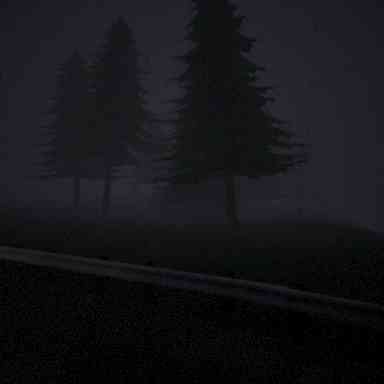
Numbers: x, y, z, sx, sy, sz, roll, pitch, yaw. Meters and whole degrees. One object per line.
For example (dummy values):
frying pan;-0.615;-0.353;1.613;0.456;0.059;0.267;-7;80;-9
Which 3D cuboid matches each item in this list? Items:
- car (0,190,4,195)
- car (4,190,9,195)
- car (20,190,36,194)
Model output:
car;-40.539;0.628;65.557;2.150;2.045;5.566;0;0;9
car;-47.090;0.501;81.344;2.150;2.045;5.566;0;0;-3
car;-40.074;0.540;81.351;2.150;2.045;5.566;0;0;-3
